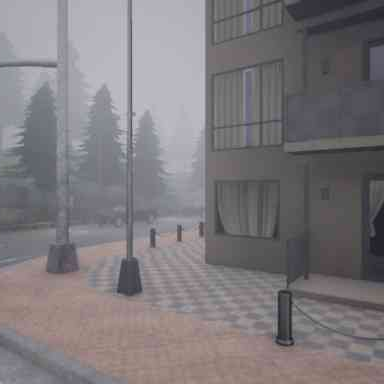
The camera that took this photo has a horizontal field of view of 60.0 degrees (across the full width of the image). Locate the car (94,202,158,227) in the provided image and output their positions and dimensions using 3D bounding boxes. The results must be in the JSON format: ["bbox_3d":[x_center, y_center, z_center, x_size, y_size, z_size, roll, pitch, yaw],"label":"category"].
[{"bbox_3d":[-4.477,1.484,23.122,1.882,1.535,5.008,0,0,35],"label":"car"}]

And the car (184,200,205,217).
[{"bbox_3d":[1.188,1.484,31.278,1.882,1.535,5.008,0,0,35],"label":"car"}]
